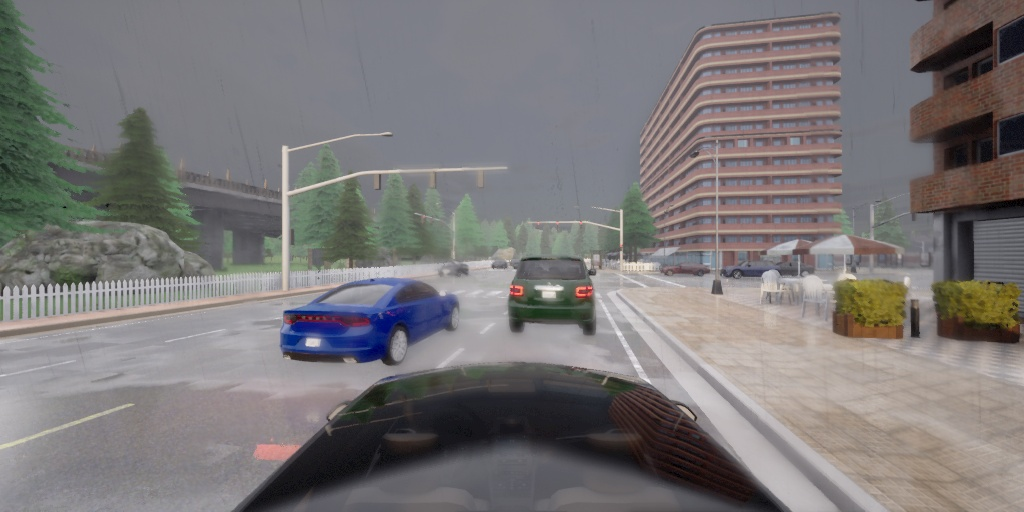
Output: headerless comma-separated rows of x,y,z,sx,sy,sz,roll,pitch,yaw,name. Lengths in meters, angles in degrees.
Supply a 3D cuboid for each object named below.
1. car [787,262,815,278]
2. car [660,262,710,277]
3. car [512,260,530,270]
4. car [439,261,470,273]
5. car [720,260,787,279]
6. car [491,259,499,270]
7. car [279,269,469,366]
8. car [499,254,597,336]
26.616,1.310,35.121,4.892,1.490,1.837,0,0,10,car
17.701,1.331,36.793,4.674,1.442,1.812,0,0,13,car
1.372,1.314,52.225,1.994,1.385,4.181,0,0,10,car
-5.408,1.246,33.975,2.128,1.511,4.902,0,0,10,car
21.519,1.157,32.484,4.553,1.767,2.097,0,0,10,car
-1.856,1.254,54.053,1.837,1.490,4.892,0,0,10,car
-2.709,1.228,8.141,1.882,1.535,5.008,0,0,11,car
1.320,0.971,10.720,2.150,2.045,5.566,0,0,10,car
